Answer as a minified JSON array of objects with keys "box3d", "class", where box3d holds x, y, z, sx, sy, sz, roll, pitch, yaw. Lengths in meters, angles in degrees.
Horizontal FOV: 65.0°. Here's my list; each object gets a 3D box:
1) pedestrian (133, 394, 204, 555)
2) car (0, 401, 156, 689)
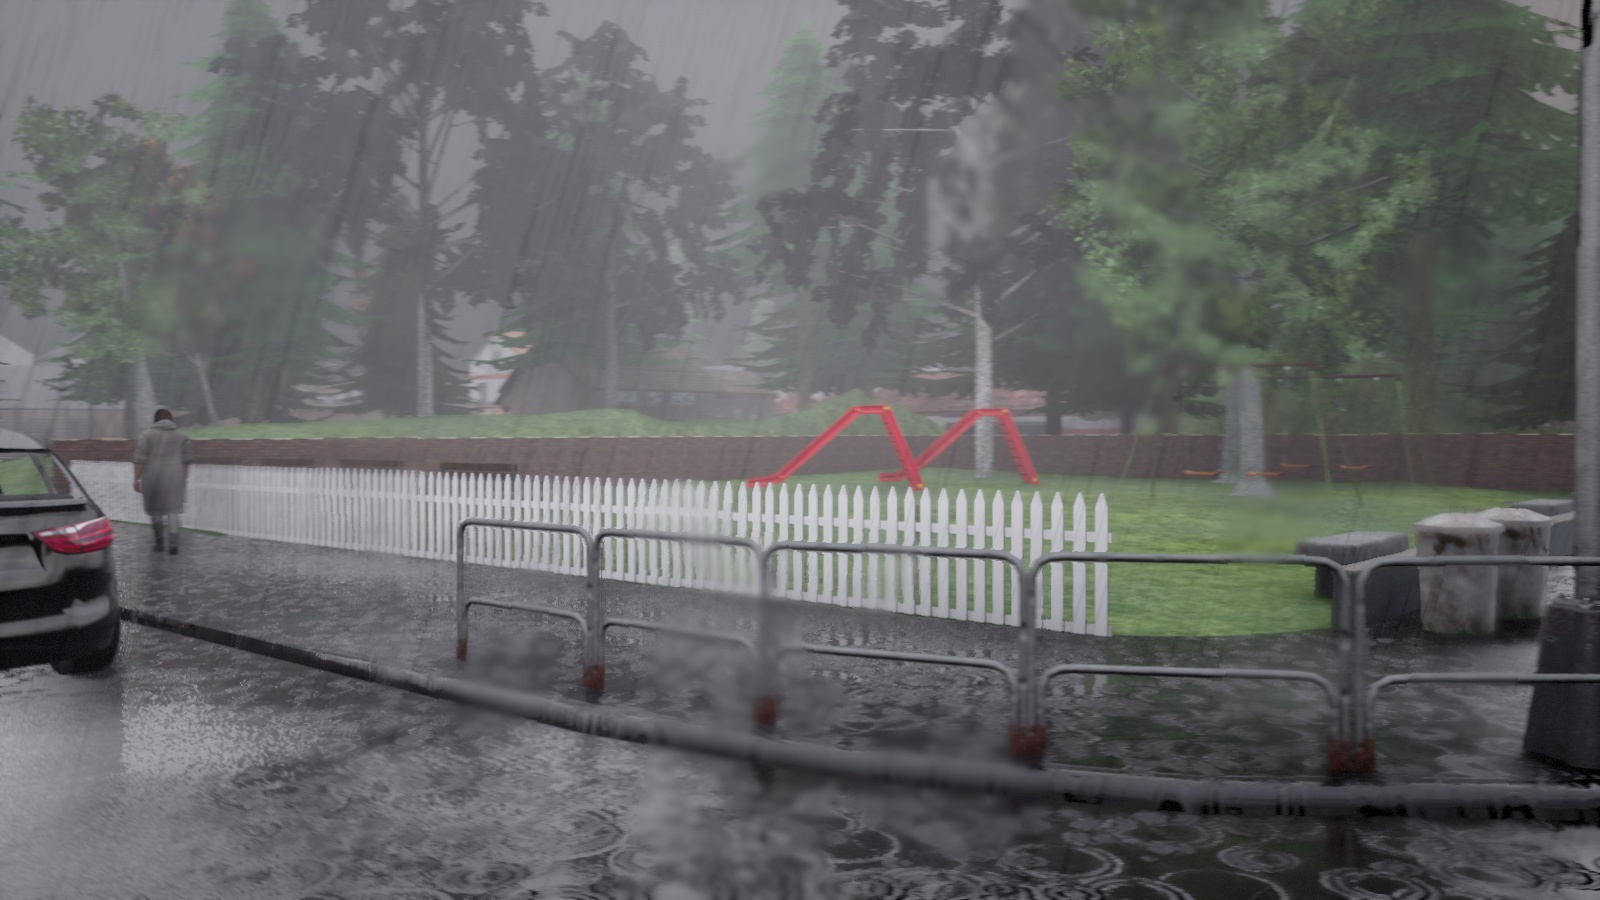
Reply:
[{"box3d":[-7.936,0.290,15.773,0.659,1.952,0.873,0,1,-37],"class":"pedestrian"},{"box3d":[-6.520,0.526,8.617,4.611,1.667,2.242,1,1,42],"class":"car"}]
